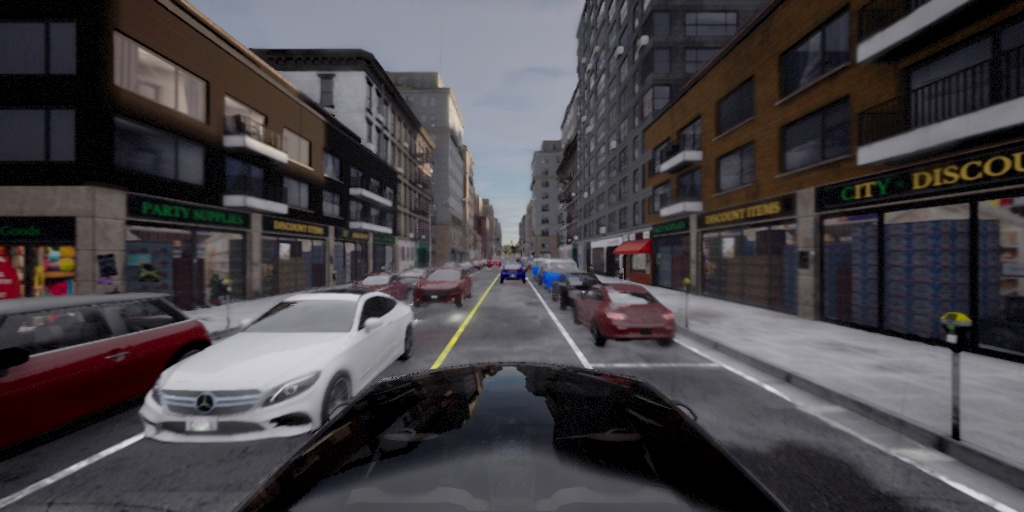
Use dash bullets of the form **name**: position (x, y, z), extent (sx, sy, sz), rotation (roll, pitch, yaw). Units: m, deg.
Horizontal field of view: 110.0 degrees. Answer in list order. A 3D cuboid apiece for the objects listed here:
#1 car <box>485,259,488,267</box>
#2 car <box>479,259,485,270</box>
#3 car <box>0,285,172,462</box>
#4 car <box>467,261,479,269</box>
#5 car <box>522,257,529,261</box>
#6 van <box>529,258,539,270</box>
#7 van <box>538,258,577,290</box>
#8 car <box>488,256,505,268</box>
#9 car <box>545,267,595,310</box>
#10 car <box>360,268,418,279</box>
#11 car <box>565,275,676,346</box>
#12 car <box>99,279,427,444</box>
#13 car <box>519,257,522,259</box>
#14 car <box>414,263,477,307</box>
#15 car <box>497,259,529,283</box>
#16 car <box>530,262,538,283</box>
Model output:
- **car**: position (-5.451, 1.386, 58.684), extent (1.802, 1.307, 4.207), rotation (0, 0, 0)
- **car**: position (-5.445, 1.343, 53.173), extent (1.888, 1.381, 4.507), rotation (0, 0, 0)
- **car**: position (-5.387, 1.195, 3.577), extent (1.967, 1.591, 4.097), rotation (0, 0, 0)
- **car**: position (-5.432, 1.335, 42.151), extent (2.007, 1.370, 4.403), rotation (0, 0, 0)
- **car**: position (2.587, 1.223, 47.671), extent (1.967, 1.591, 4.097), rotation (0, 0, 0)
- **van**: position (2.606, 1.104, 31.139), extent (1.690, 1.789, 3.998), rotation (0, 0, 0)
- **van**: position (2.619, 1.094, 20.118), extent (1.690, 1.789, 3.998), rotation (0, 0, 0)
- **car**: position (-2.818, 1.016, 61.053), extent (2.150, 2.045, 5.566), rotation (0, 0, 0)
- **car**: position (2.625, 1.316, 14.607), extent (1.948, 1.339, 4.313), rotation (0, 0, 0)
- **car**: position (-5.400, 1.340, 14.598), extent (1.802, 1.307, 4.207), rotation (0, 0, 0)
- **car**: position (2.632, 1.330, 9.097), extent (1.802, 1.307, 4.207), rotation (0, 0, 0)
- **car**: position (-2.852, 1.279, 5.616), extent (1.812, 1.442, 4.674), rotation (0, 0, 0)
- **car**: position (2.574, 1.237, 58.694), extent (1.967, 1.591, 4.097), rotation (0, 0, 0)
- **car**: position (-2.851, 1.234, 15.674), extent (1.882, 1.535, 5.008), rotation (0, 0, 0)
- **car**: position (0.071, 1.240, 27.769), extent (1.882, 1.535, 5.008), rotation (0, 0, 0)
- **car**: position (2.612, 1.308, 25.628), extent (2.007, 1.370, 4.403), rotation (0, 0, 0)
